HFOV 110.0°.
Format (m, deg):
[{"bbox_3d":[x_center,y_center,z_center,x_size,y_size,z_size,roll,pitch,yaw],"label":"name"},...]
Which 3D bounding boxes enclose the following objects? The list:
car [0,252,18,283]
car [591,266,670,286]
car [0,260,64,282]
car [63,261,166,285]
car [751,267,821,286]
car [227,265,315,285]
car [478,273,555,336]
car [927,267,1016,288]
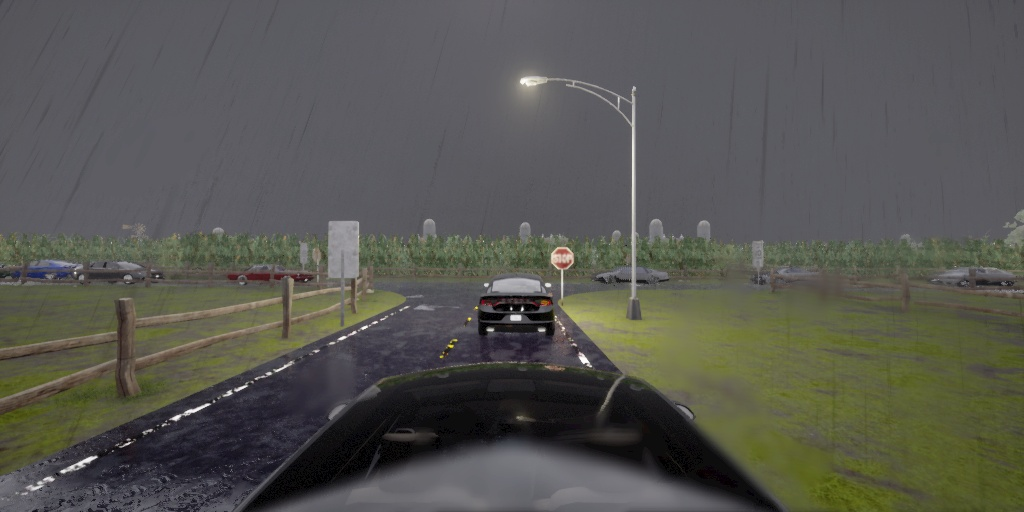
[{"bbox_3d":[-36.744,0.709,23.556,5.566,2.045,2.150,1,-1,1],"label":"car"},{"bbox_3d":[8.579,1.405,26.161,5.357,1.411,2.033,0,-1,0],"label":"car"},{"bbox_3d":[-34.346,1.033,26.478,5.008,1.535,1.882,0,-1,0],"label":"car"},{"bbox_3d":[-25.609,1.066,23.463,4.892,1.490,1.837,0,-1,1],"label":"car"},{"bbox_3d":[19.843,1.511,26.075,4.181,1.385,1.994,0,-1,1],"label":"car"},{"bbox_3d":[-15.569,1.229,23.353,4.718,1.301,1.895,0,-1,2],"label":"car"},{"bbox_3d":[0.152,1.230,10.478,1.882,1.535,5.008,0,0,2],"label":"car"},{"bbox_3d":[33.158,1.553,25.973,4.902,1.511,2.128,1,-1,0],"label":"car"}]
